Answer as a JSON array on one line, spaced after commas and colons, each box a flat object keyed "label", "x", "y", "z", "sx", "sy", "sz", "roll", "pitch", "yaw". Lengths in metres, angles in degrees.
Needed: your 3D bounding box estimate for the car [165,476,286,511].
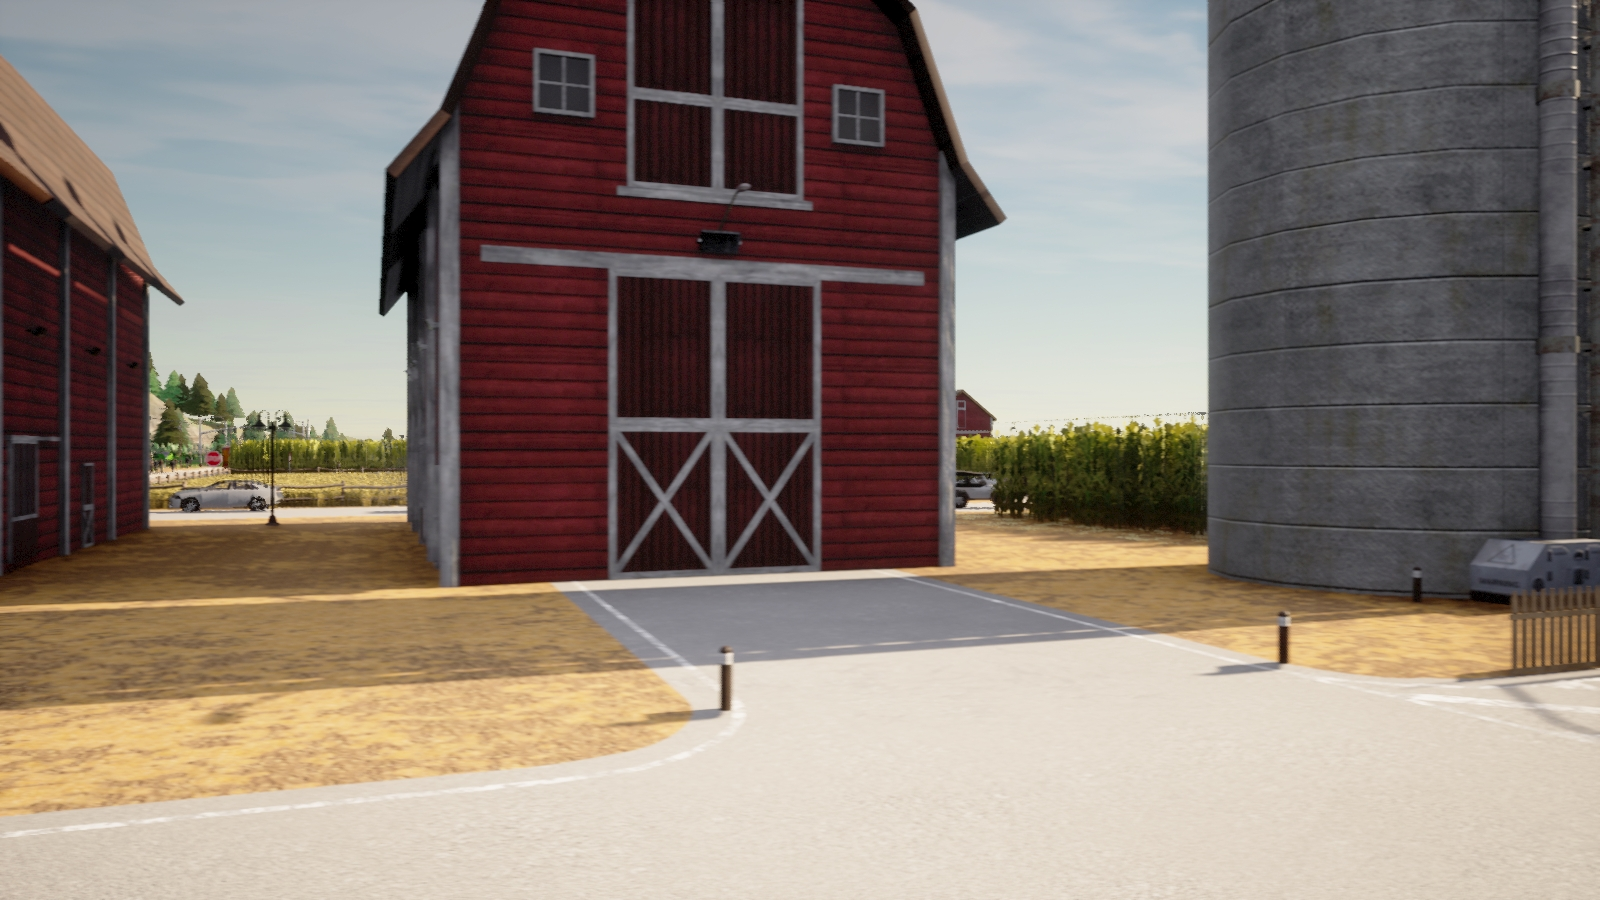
[{"label": "car", "x": -27.254, "y": 2.048, "z": 54.372, "sx": 4.902, "sy": 1.511, "sz": 2.128, "roll": 0, "pitch": 0, "yaw": -19}]
